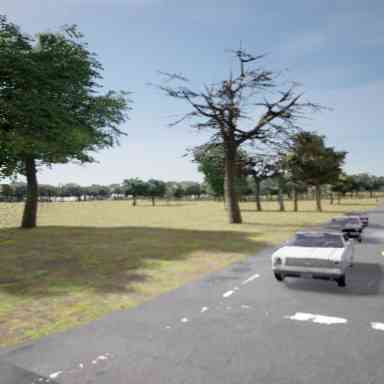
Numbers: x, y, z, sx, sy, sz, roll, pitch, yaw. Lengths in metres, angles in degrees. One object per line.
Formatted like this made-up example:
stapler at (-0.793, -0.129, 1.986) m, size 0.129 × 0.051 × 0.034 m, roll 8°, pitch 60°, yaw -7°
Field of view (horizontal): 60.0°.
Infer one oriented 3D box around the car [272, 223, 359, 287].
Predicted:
car at (3.979, 1.886, 10.457) m, size 1.895 × 1.301 × 4.718 m, roll -3°, pitch -2°, yaw 29°

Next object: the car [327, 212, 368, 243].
car at (8.899, 2.080, 19.275) m, size 1.895 × 1.301 × 4.718 m, roll -3°, pitch -2°, yaw 29°

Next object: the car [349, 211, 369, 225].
car at (14.657, 2.338, 29.579) m, size 1.895 × 1.301 × 4.718 m, roll -3°, pitch -3°, yaw 29°
